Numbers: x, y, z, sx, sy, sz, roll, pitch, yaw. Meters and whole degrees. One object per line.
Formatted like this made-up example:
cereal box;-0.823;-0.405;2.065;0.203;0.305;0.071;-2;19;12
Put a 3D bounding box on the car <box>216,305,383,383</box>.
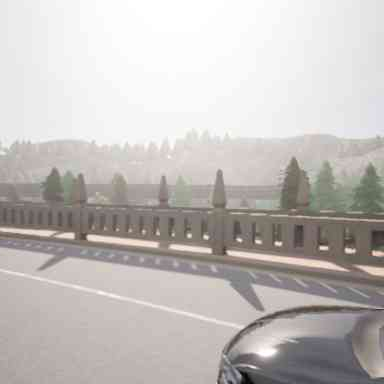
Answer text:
car;2.438;1.485;2.065;4.902;1.511;2.128;1;0;36
